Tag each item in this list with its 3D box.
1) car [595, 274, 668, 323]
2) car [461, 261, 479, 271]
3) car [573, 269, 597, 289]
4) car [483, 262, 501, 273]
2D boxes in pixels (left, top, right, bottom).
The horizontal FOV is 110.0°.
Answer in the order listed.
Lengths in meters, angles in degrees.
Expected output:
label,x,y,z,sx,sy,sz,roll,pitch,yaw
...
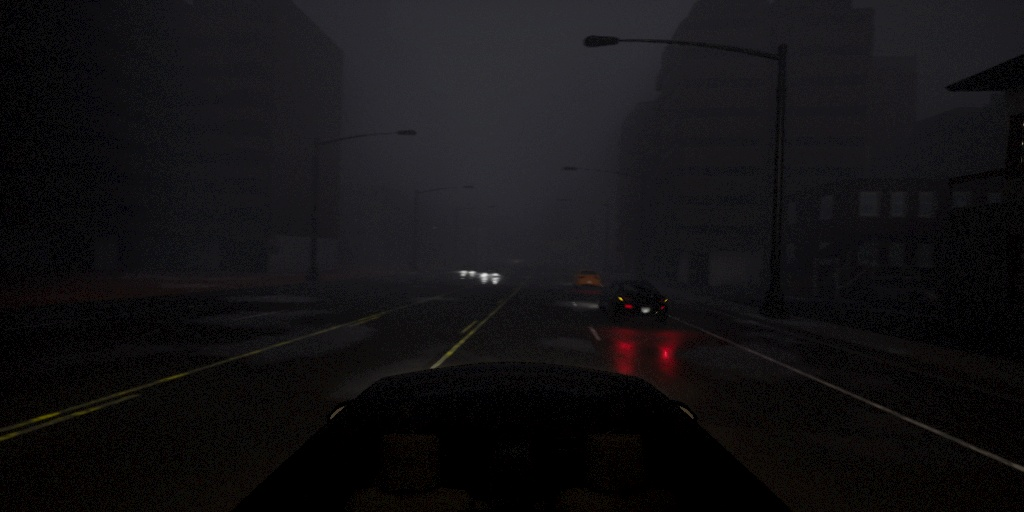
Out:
label,x,y,z,sx,sy,sz,roll,pitch,yaw
car,4.544,1.608,13.840,1.812,1.442,4.674,2,-1,6
car,-5.980,1.393,51.560,1.994,1.385,4.181,2,1,6
car,6.055,1.814,29.338,1.882,1.535,5.008,2,0,6
car,-2.711,1.563,49.207,1.895,1.301,4.718,2,1,6
